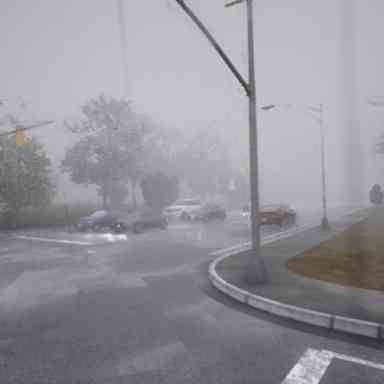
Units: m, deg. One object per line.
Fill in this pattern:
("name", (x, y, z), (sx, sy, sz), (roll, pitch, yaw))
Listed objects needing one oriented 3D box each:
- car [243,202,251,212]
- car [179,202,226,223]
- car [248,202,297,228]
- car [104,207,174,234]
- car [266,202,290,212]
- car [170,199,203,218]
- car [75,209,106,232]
("car", (8.927, 2.150, 48.229), (1.994, 1.385, 4.181), (-2, -2, 33))
("car", (1.359, 1.889, 29.794), (2.128, 1.511, 4.902), (-2, -1, 32))
("car", (6.093, 1.670, 24.036), (1.882, 1.535, 5.008), (-2, -1, 33))
("car", (-3.464, 1.953, 22.429), (1.994, 1.385, 4.181), (-2, -1, 34))
("car", (12.098, 2.088, 46.691), (1.895, 1.301, 4.718), (-2, -1, 33))
("car", (-0.668, 1.727, 33.123), (2.150, 2.045, 5.566), (-2, -1, 32))
("car", (-6.320, 2.015, 24.428), (1.812, 1.442, 4.674), (-2, -1, 34))
